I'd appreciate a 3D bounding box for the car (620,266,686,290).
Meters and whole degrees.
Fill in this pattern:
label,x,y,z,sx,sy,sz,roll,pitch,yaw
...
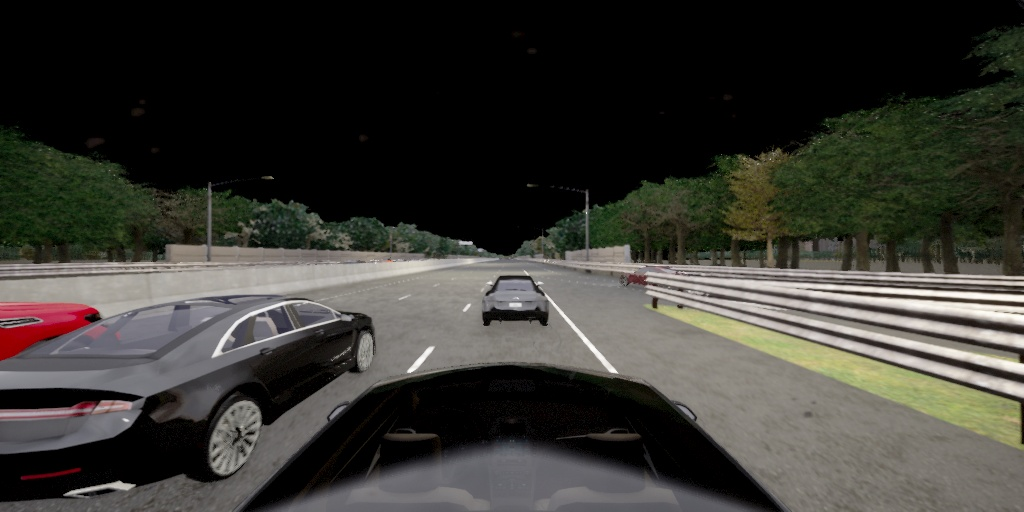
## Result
label,x,y,z,sx,sy,sz,roll,pitch,yaw
car,9.046,1.364,23.175,1.812,1.442,4.674,1,0,-24

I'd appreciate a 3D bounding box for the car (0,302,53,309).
label,x,y,z,sx,sy,sz,roll,pitch,yaw
car,-6.900,0.972,2.881,2.150,2.045,5.566,0,0,0

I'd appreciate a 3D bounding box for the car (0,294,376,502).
label,x,y,z,sx,sy,sz,roll,pitch,yaw
car,-3.401,1.243,4.654,2.128,1.511,4.902,0,0,0

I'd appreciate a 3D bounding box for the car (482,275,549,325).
label,x,y,z,sx,sy,sz,roll,pitch,yaw
car,0.097,1.323,11.904,1.994,1.385,4.181,0,0,0
